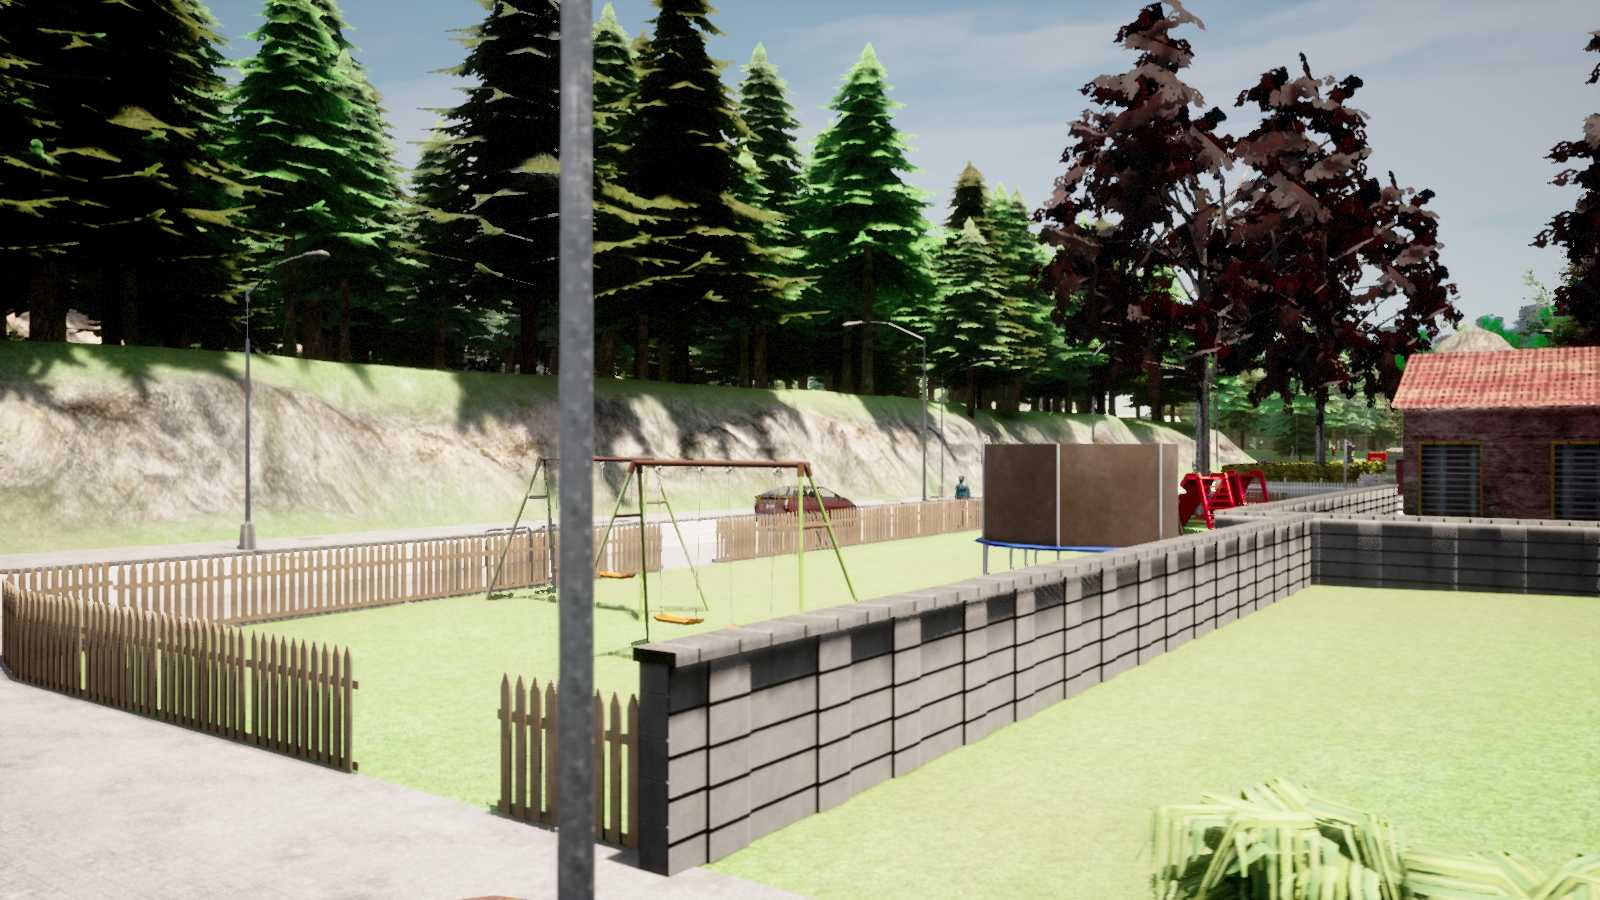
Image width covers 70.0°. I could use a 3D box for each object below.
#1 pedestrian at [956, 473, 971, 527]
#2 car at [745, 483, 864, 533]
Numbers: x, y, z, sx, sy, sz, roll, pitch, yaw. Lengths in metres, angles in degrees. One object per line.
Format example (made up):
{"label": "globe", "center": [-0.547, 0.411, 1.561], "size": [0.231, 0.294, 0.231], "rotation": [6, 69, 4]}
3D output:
{"label": "pedestrian", "center": [5.631, 1.722, 39.416], "size": [0.375, 1.860, 0.375], "rotation": [0, 0, 35]}
{"label": "car", "center": [0.219, 2.010, 40.664], "size": [2.007, 1.525, 4.514], "rotation": [0, 0, 35]}
